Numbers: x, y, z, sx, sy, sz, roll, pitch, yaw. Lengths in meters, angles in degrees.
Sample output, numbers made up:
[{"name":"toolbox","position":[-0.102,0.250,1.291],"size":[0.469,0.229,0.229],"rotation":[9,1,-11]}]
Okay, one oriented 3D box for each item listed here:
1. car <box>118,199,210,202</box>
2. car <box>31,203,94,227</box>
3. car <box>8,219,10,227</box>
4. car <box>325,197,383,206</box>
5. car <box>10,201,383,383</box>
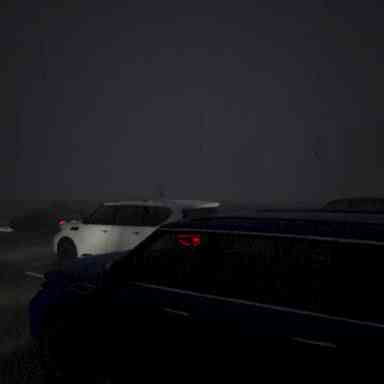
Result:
[{"name":"car","position":[-1.588,1.223,9.424],"size":[5.566,2.045,2.150],"rotation":[0,0,36]},{"name":"car","position":[-9.188,1.532,23.441],"size":[4.674,1.442,1.812],"rotation":[0,0,35]},{"name":"car","position":[-7.967,1.552,18.272],"size":[5.357,1.411,2.033],"rotation":[0,0,35]},{"name":"car","position":[6.001,1.222,12.595],"size":[5.566,2.045,2.150],"rotation":[0,0,35]},{"name":"car","position":[0.551,1.222,3.599],"size":[5.566,2.045,2.150],"rotation":[0,0,36]}]
